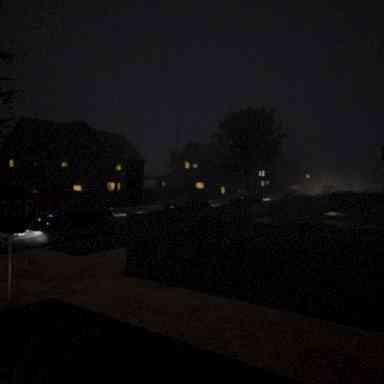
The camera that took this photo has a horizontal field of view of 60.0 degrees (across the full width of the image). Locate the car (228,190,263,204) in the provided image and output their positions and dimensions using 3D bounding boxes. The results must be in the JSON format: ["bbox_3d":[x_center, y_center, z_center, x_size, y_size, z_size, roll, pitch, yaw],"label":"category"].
[{"bbox_3d":[5.523,0.529,33.858,1.882,1.535,5.008,2,2,36],"label":"car"}]

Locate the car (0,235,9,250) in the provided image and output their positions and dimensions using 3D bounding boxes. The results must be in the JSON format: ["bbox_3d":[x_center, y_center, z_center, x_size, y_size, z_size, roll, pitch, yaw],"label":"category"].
[{"bbox_3d":[-7.351,1.283,9.888,1.837,1.490,4.892,-3,3,1],"label":"car"}]

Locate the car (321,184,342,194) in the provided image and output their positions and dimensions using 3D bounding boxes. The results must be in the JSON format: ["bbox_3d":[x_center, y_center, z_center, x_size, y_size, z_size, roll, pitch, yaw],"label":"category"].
[{"bbox_3d":[21.398,-0.194,51.061,2.150,2.045,5.566,2,2,35],"label":"car"}]

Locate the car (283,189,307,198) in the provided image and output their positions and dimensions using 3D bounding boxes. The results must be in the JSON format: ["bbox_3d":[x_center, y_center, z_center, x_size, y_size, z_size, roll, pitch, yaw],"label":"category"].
[{"bbox_3d":[14.399,0.247,46.175,2.033,1.411,5.357,2,2,36],"label":"car"}]

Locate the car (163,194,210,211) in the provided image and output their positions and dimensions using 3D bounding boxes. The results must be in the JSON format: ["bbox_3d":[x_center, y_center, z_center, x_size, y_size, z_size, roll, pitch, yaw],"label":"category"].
[{"bbox_3d":[-0.330,0.850,25.670,1.994,1.385,4.181,2,2,36],"label":"car"}]

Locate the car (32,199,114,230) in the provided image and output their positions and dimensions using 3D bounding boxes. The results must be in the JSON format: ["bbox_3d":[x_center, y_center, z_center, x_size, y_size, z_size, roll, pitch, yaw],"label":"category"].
[{"bbox_3d":[-6.167,1.087,17.487,1.994,1.385,4.181,2,2,35],"label":"car"}]
